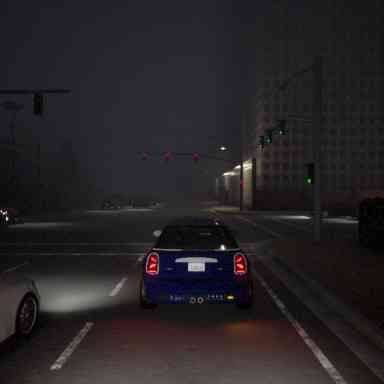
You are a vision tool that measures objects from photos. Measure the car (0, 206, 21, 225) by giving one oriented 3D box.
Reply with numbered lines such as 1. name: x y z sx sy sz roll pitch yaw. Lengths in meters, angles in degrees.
1. car: -14.471 1.382 23.199 4.553 1.767 2.097 0 0 0

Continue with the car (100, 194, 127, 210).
1. car: -10.521 1.221 44.067 2.150 2.045 5.566 0 0 0

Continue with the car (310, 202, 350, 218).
1. car: 12.999 1.619 30.415 4.181 1.385 1.994 0 0 0

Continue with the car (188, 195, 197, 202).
1. car: 0.123 1.355 73.832 2.097 1.767 4.553 0 0 0

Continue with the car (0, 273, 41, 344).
1. car: -3.433 1.526 3.599 1.812 1.442 4.674 0 0 1

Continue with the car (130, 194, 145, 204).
1. car: -10.449 1.352 63.619 2.097 1.767 4.553 0 0 1

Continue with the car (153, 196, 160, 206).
1. car: -6.993 1.505 55.195 1.837 1.490 4.892 0 0 0

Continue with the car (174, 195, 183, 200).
1. car: -3.368 1.423 83.754 1.895 1.301 4.718 0 0 0

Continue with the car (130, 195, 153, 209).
1. car: -7.012 1.526 46.301 1.812 1.442 4.674 0 0 0

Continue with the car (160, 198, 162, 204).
1. car: -6.940 1.564 65.241 1.994 1.385 4.181 0 0 0

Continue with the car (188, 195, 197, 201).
1. car: 0.132 1.540 83.814 2.033 1.411 5.357 0 0 0

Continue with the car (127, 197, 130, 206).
1. car: -10.500 1.477 53.839 1.882 1.535 5.008 0 0 0

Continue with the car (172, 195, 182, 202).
1. car: -3.384 1.469 73.501 1.882 1.535 5.008 0 0 0

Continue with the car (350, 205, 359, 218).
1. car: 15.844 1.560 26.915 4.892 1.490 1.837 0 0 0

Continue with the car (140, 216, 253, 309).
1. car: 0.095 1.352 8.032 2.097 1.767 4.553 0 0 0
